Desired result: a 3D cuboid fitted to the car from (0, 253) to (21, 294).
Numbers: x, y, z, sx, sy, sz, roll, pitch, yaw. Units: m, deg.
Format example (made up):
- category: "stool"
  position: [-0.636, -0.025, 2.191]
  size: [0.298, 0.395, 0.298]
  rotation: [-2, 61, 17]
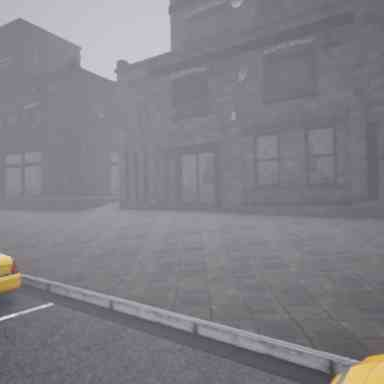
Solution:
- category: "car"
  position: [-5.906, 1.464, 7.347]
  size: [5.366, 1.575, 1.946]
  rotation: [0, 0, 34]
